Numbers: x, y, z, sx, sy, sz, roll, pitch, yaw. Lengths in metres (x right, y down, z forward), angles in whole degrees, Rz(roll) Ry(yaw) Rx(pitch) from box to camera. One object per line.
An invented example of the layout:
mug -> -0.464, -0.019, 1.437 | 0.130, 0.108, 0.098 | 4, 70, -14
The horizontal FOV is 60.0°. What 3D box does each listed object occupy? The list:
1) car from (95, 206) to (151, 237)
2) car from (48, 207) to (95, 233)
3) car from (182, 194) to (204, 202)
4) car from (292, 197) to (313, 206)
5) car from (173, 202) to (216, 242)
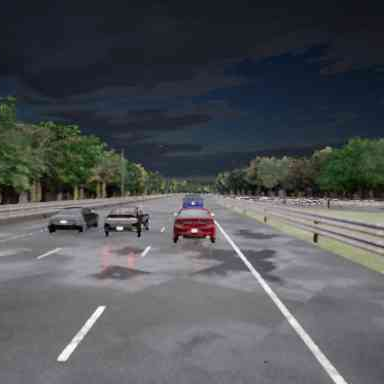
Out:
car -> -3.392, 1.498, 18.081 | 2.128, 1.511, 4.902 | 0, 0, 0
car -> -6.893, 1.572, 19.852 | 1.994, 1.385, 4.181 | 0, 0, 0
car -> 0.113, 1.251, 35.517 | 2.150, 2.045, 5.566 | 0, 0, 0
car -> 19.814, 1.704, 59.507 | 1.882, 1.535, 5.008 | 0, 0, -19
car -> 0.107, 1.482, 16.502 | 1.882, 1.535, 5.008 | 0, 0, 0
